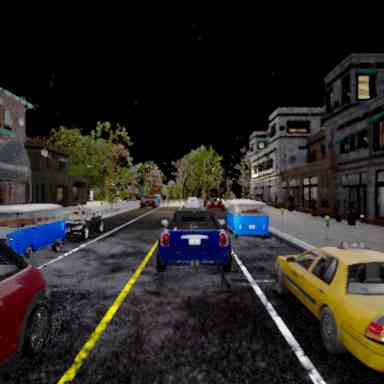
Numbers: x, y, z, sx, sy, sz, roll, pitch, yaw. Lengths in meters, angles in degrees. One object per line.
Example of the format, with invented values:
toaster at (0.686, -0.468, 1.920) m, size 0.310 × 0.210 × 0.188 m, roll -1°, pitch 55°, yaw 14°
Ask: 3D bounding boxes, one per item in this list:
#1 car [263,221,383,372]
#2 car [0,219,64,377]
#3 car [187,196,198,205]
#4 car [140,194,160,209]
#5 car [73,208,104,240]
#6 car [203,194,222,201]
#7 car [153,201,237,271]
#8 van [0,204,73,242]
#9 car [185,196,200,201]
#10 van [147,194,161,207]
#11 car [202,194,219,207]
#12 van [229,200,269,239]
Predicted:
car at (2.699, 1.518, 5.857) m, size 1.752 × 1.417 × 4.829 m, roll 1°, pitch 0°, yaw 0°
car at (-3.100, 1.348, 2.933) m, size 2.097 × 1.767 × 4.553 m, roll 0°, pitch 0°, yaw 0°
car at (0.100, 1.427, 58.502) m, size 1.812 × 1.442 × 4.674 m, roll 0°, pitch 0°, yaw 0°
car at (-5.678, 1.245, 44.477) m, size 2.192 × 1.841 × 5.009 m, roll 1°, pitch 0°, yaw 0°
car at (-5.682, 1.528, 16.761) m, size 2.008 × 1.369 × 4.403 m, roll 1°, pitch 0°, yaw 0°
car at (2.701, 1.381, 38.946) m, size 1.967 × 1.590 × 4.097 m, roll 1°, pitch 0°, yaw 0°
car at (0.049, 1.337, 10.986) m, size 2.097 × 1.767 × 4.553 m, roll 0°, pitch 0°, yaw -1°
van at (-5.679, 1.326, 11.217) m, size 1.690 × 1.788 × 3.998 m, roll 1°, pitch 0°, yaw 0°
car at (0.099, 1.462, 41.625) m, size 1.812 × 1.442 × 4.674 m, roll 0°, pitch 0°, yaw 0°
van at (-5.691, 1.260, 50.019) m, size 1.690 × 1.788 × 3.998 m, roll 1°, pitch 0°, yaw 0°
car at (2.715, 1.234, 50.031) m, size 2.192 × 1.841 × 5.009 m, roll 1°, pitch 0°, yaw 0°
van at (2.702, 1.319, 16.774) m, size 1.690 × 1.788 × 3.998 m, roll 1°, pitch 0°, yaw 0°
